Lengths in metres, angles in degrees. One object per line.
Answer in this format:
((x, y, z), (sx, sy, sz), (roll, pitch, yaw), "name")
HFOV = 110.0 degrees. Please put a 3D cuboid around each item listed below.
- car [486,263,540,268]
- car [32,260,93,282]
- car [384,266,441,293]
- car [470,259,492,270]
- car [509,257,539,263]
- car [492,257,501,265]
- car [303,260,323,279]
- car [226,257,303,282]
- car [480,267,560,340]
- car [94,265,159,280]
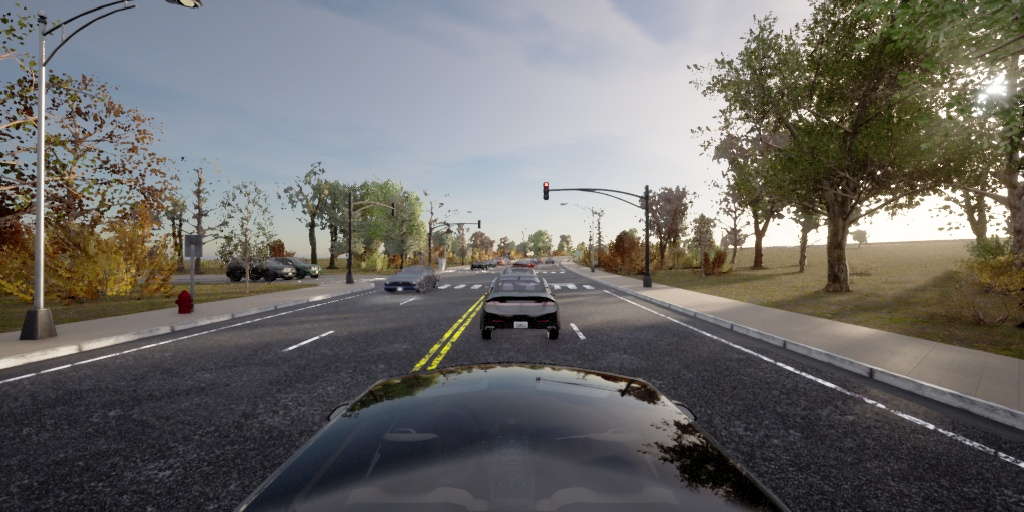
((0.292, 1.240, 15.332), (2.128, 1.511, 4.902), (0, 0, 2), "car")
((-42.279, 1.342, 34.027), (5.566, 2.045, 2.150), (-1, -1, 10), "car")
((-5.583, 1.291, 20.942), (2.033, 1.411, 5.357), (0, 0, 3), "car")
((-4.489, 1.303, 49.825), (1.895, 1.301, 4.718), (0, 0, 6), "car")
((1.492, 1.188, 42.929), (1.882, 1.535, 5.008), (1, 0, 16), "car")
((-3.622, 1.228, 59.463), (2.033, 1.411, 5.357), (0, 0, 5), "car")
((-20.634, 1.152, 33.452), (5.566, 2.045, 2.150), (-1, -1, 10), "car")
((-21.108, 1.116, 30.235), (5.566, 2.045, 2.150), (0, 0, 10), "car")
((0.200, 1.242, 10.003), (2.128, 1.511, 4.902), (0, 0, 0), "car")
((-39.265, 1.672, 36.781), (5.357, 1.411, 2.033), (-1, -1, 10), "car")
